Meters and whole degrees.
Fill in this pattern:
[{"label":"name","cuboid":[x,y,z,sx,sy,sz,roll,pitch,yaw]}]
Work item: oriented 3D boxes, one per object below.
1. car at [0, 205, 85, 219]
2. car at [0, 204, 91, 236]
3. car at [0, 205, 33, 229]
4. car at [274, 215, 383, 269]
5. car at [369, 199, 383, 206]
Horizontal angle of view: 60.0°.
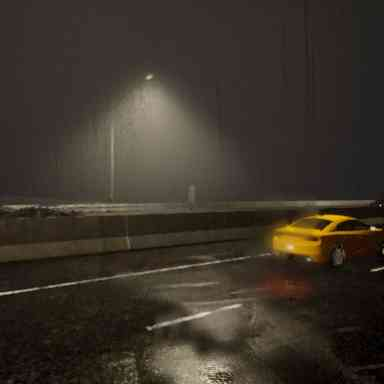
[{"label":"car","cuboid":[-7.692,1.487,15.692,5.008,1.535,1.882,1,0,-35]},{"label":"car","cuboid":[-8.674,1.509,19.285,4.902,1.511,2.128,1,0,-35]},{"label":"car","cuboid":[-12.485,1.564,20.872,4.181,1.385,1.994,1,0,-35]},{"label":"car","cuboid":[5.006,1.546,11.562,5.008,1.535,1.882,0,0,-35]},{"label":"car","cuboid":[27.819,1.865,48.624,4.892,1.490,1.837,0,0,-33]}]
